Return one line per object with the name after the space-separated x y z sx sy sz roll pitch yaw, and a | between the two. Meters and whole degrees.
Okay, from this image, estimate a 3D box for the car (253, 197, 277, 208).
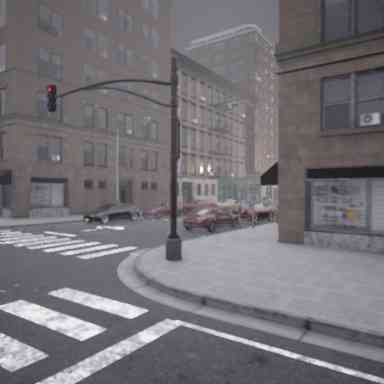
10.104 1.432 46.009 1.802 1.307 4.206 0 0 35 | car

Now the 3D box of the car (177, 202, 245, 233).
1.078 1.465 18.730 1.802 1.307 4.206 0 0 35 | car

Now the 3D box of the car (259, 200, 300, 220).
7.431 1.402 27.964 1.752 1.417 4.829 0 0 35 | car

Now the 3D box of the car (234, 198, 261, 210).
6.977 1.432 41.463 1.802 1.307 4.206 0 0 35 | car

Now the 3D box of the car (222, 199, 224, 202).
3.753 1.378 36.776 1.752 1.417 4.829 0 0 35 | car

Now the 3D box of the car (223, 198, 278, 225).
4.206 1.320 23.277 1.967 1.590 4.097 0 0 35 | car

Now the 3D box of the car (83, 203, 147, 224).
-5.535 1.426 23.278 1.947 1.339 4.313 0 0 35 | car

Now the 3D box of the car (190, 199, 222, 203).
0.721 1.399 32.370 1.887 1.381 4.507 0 0 35 | car

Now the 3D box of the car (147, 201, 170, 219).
-2.407 1.440 27.824 1.802 1.307 4.206 0 0 35 | car
